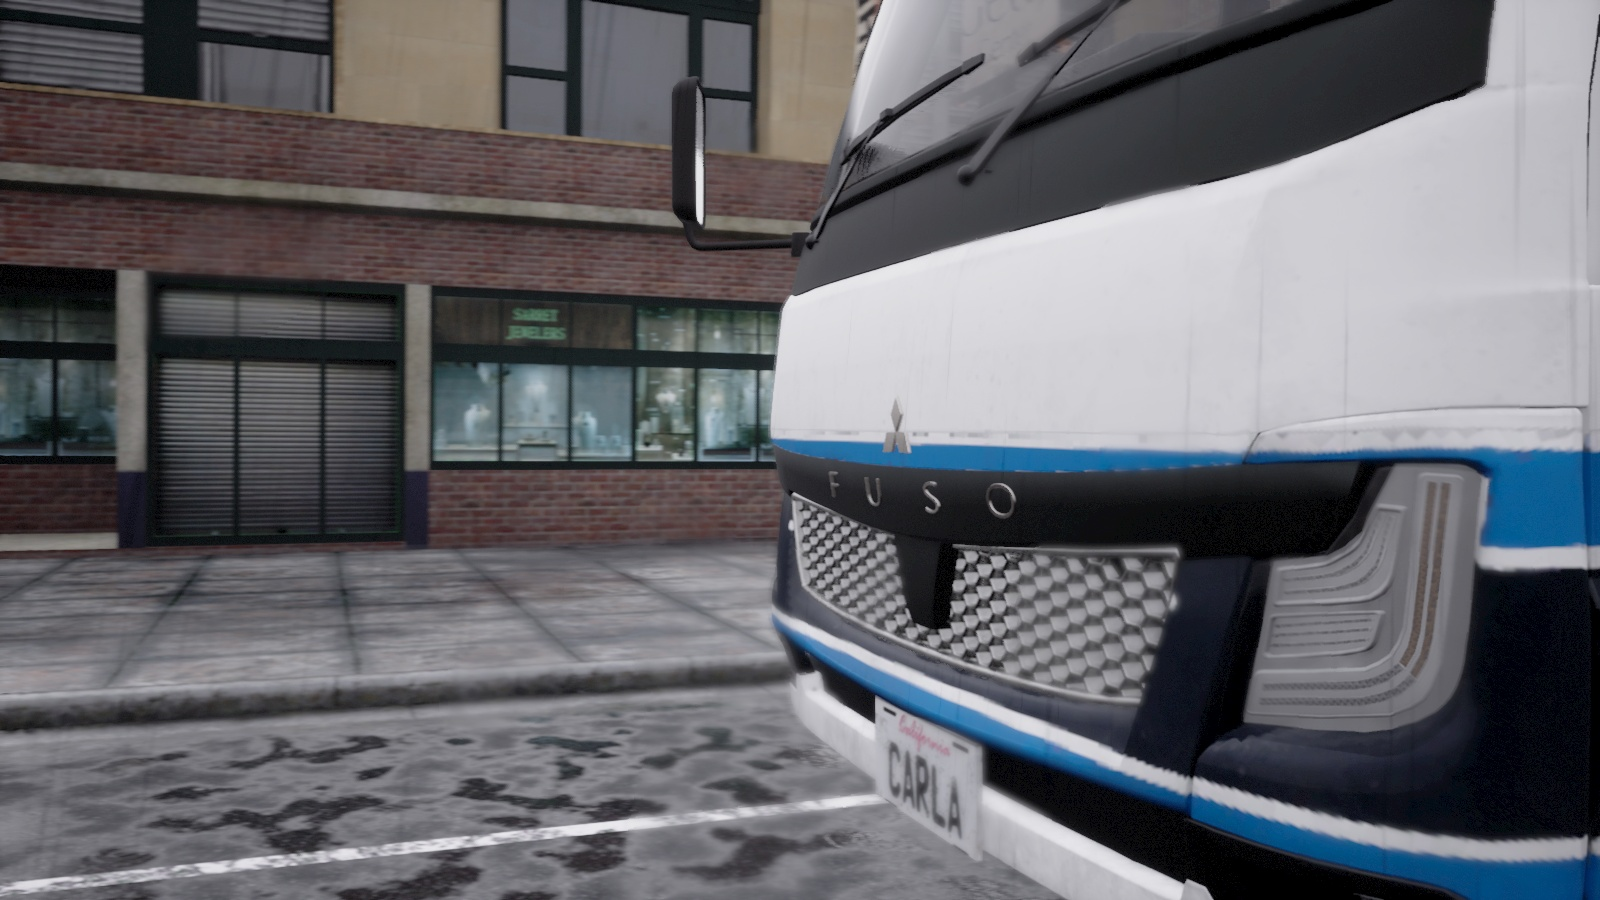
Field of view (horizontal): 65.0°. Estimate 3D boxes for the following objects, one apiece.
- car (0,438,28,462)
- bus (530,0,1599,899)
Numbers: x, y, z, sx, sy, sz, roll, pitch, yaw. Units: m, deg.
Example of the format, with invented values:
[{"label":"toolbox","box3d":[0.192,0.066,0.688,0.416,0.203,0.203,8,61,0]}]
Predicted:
[{"label":"car","box3d":[-51.071,-0.005,80.332,2.007,1.525,4.514,-1,1,-21]},{"label":"bus","box3d":[4.462,-0.709,4.917,10.273,4.253,3.944,-1,1,-21]}]
